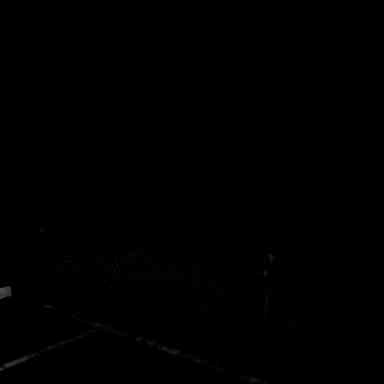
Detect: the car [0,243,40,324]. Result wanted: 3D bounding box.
[{"bbox_3d":[-4.561,1.558,6.204,4.313,1.339,1.947,0,1,36],"label":"car"}]
